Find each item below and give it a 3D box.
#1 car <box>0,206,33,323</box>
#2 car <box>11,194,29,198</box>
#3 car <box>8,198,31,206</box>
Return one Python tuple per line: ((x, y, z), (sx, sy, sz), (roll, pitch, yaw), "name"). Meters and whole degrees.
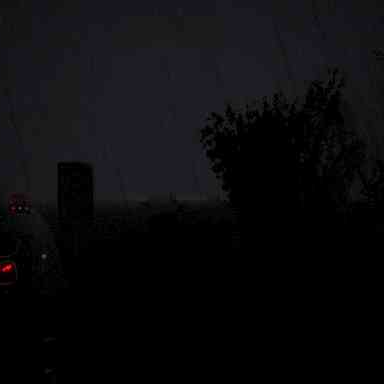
((-4.514, 1.358, 6.888), (2.097, 1.767, 4.553), (0, 0, -24), "car")
((-22.406, 1.286, 43.076), (2.150, 2.045, 5.566), (0, 0, -29), "car")
((-17.492, 1.589, 33.899), (2.033, 1.411, 5.357), (0, 0, -27), "car")
